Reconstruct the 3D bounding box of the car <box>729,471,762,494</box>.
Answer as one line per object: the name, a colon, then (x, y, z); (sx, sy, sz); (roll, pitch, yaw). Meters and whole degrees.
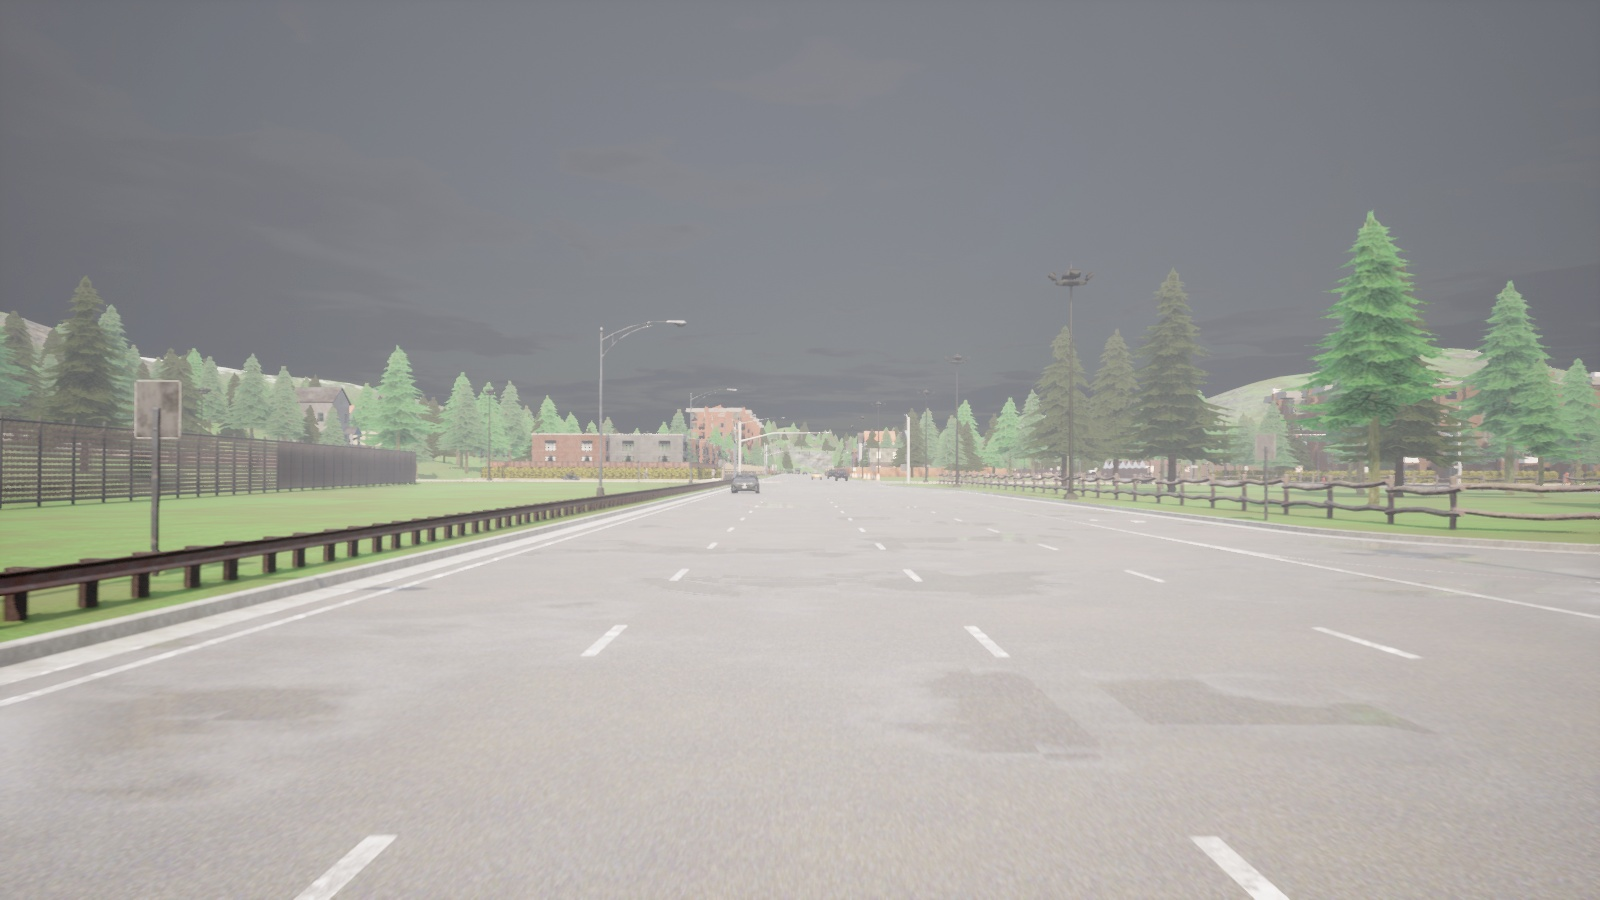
car: (-3.708, 2.218, 86.102); (2.007, 1.525, 4.514); (0, -1, 0)
